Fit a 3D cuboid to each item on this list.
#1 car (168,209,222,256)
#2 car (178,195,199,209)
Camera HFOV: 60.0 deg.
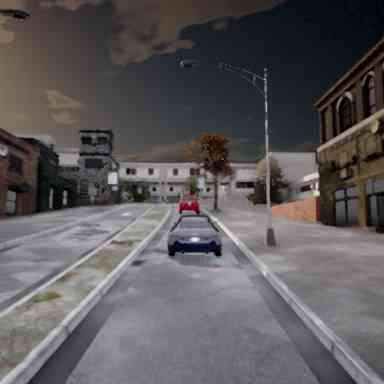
[{"bbox_3d":[0.094,1.604,13.414,1.994,1.385,4.181,0,0,0],"label":"car"},{"bbox_3d":[-0.364,1.324,36.534,2.150,2.045,5.566,0,0,-2],"label":"car"}]
